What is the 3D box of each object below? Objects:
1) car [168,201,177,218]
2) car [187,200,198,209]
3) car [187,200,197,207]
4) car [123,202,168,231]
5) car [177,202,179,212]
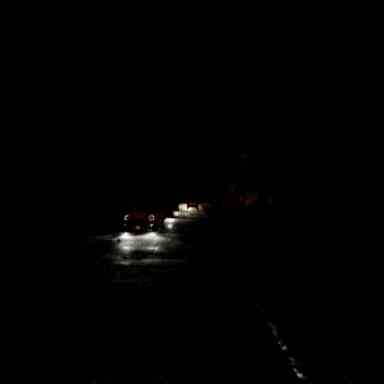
[{"bbox_3d":[-2.856,1.885,34.867,1.837,1.490,4.892,0,0,0],"label":"car"},{"bbox_3d":[0.085,2.107,55.273,1.837,1.490,4.892,0,-2,0],"label":"car"},{"bbox_3d":[0.034,2.317,68.272,1.994,1.385,4.181,0,-1,0],"label":"car"},{"bbox_3d":[-3.136,1.597,22.350,2.097,1.767,4.553,0,-1,4],"label":"car"},{"bbox_3d":[-2.851,2.006,48.114,1.882,1.535,5.008,0,-1,0],"label":"car"}]
